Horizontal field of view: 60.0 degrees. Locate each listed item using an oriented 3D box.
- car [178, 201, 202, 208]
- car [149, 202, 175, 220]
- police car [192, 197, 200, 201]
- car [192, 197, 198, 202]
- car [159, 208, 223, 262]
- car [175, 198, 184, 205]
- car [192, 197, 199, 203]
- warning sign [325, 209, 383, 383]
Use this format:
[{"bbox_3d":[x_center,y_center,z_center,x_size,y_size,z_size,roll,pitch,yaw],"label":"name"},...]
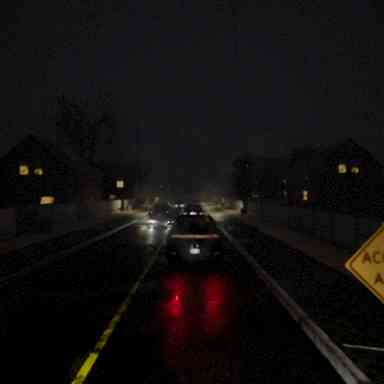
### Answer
[{"bbox_3d":[0.105,1.766,28.637,2.033,1.411,5.357,0,0,0],"label":"car"},{"bbox_3d":[-2.836,1.763,31.123,1.812,1.442,4.674,0,0,0],"label":"car"},{"bbox_3d":[0.854,1.997,79.146,1.930,1.638,5.238,0,0,0],"label":"police car"},{"bbox_3d":[0.860,2.131,95.228,1.801,1.575,5.366,0,0,0],"label":"car"},{"bbox_3d":[0.093,1.590,12.490,2.128,1.511,4.902,0,0,0],"label":"car"},{"bbox_3d":[-2.724,2.033,71.555,1.994,1.385,4.181,0,0,0],"label":"car"},{"bbox_3d":[0.858,2.093,89.228,1.801,1.575,5.366,0,0,0],"label":"car"},{"bbox_3d":[2.505,1.149,4.048,1.300,1.860,1.060,-1,-1,0],"label":"warning sign"}]
